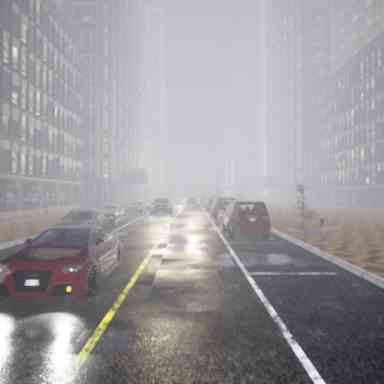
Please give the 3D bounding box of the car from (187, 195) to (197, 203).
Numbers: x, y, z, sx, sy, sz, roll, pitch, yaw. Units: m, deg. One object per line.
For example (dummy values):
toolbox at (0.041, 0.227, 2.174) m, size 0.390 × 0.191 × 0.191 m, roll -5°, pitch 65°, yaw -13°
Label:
car at (0.026, 1.432, 69.242) m, size 2.033 × 1.411 × 5.357 m, roll 0°, pitch 0°, yaw 0°

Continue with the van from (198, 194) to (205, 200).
van at (2.728, 1.351, 94.825) m, size 1.690 × 1.788 × 3.998 m, roll 0°, pitch 0°, yaw 0°

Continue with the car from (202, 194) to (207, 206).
car at (2.710, 1.322, 39.433) m, size 2.192 × 1.841 × 5.009 m, roll 0°, pitch 0°, yaw 0°

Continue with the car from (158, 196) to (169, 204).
car at (-5.662, 1.592, 67.132) m, size 1.802 × 1.307 × 4.206 m, roll 0°, pitch 0°, yaw 0°

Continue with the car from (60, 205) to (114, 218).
car at (-5.679, 1.570, 17.278) m, size 1.947 × 1.339 × 4.313 m, roll 0°, pitch 0°, yaw 0°

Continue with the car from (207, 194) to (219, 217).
car at (2.706, 1.321, 28.354) m, size 2.192 × 1.841 × 5.009 m, roll 0°, pitch 0°, yaw 0°

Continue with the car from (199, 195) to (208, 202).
car at (2.722, 1.450, 78.208) m, size 1.967 × 1.590 × 4.097 m, roll 0°, pitch 0°, yaw 0°

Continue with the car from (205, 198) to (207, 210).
car at (2.707, 1.573, 33.894) m, size 1.947 × 1.339 × 4.313 m, roll 0°, pitch 0°, yaw 0°

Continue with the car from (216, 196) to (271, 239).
car at (2.702, 1.319, 17.275) m, size 2.192 × 1.841 × 5.009 m, roll 0°, pitch 0°, yaw 0°

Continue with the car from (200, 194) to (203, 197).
car at (2.715, 1.534, 56.221) m, size 1.752 × 1.417 × 4.829 m, roll 0°, pitch 0°, yaw 0°

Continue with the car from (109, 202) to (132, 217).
car at (-5.678, 1.556, 22.816) m, size 2.008 × 1.369 × 4.403 m, roll 0°, pitch 0°, yaw 0°

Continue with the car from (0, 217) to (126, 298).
car at (-3.075, 1.566, 8.422) m, size 1.994 × 1.385 × 4.181 m, roll 0°, pitch 0°, yaw 0°

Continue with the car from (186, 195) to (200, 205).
car at (0.022, 1.573, 59.233) m, size 1.994 × 1.385 × 4.181 m, roll 0°, pitch 0°, yaw 0°

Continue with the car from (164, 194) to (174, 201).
car at (-5.656, 1.326, 83.749) m, size 2.192 × 1.841 × 5.009 m, roll 0°, pitch 0°, yaw 0°

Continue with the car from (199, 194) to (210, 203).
car at (2.721, 1.325, 72.668) m, size 2.192 × 1.841 × 5.009 m, roll 0°, pitch 0°, yaw 0°

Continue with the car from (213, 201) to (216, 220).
car at (2.703, 1.550, 22.814) m, size 1.887 × 1.381 × 4.507 m, roll 0°, pitch 0°, yaw 0°

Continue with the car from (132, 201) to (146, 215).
car at (-5.673, 1.589, 33.896) m, size 1.802 × 1.307 × 4.206 m, roll 0°, pitch 0°, yaw 0°

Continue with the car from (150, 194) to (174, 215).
car at (-2.988, 1.360, 33.735) m, size 2.097 × 1.767 × 4.553 m, roll 0°, pitch 0°, yaw 0°

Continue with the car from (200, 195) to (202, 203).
car at (2.713, 1.559, 50.511) m, size 2.008 × 1.369 × 4.403 m, roll 0°, pitch 0°, yaw 0°

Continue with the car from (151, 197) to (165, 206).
car at (-5.666, 1.591, 56.053) m, size 1.802 × 1.307 × 4.206 m, roll 0°, pitch 0°, yaw 0°
